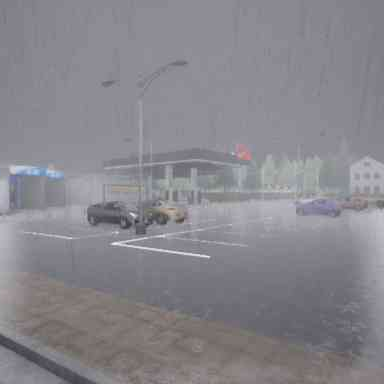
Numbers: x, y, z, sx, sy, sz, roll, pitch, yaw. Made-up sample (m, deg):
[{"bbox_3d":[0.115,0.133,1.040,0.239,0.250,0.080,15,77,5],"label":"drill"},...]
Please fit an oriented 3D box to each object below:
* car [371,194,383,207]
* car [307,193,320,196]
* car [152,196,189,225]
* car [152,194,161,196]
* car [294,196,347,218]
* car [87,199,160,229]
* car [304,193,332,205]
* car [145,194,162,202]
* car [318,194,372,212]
[{"bbox_3d":[24.376,1.095,45.504,4.605,1.855,1.932,0,0,36],"label":"car"},{"bbox_3d":[17.499,1.359,50.465,3.806,1.475,1.970,0,0,36],"label":"car"},{"bbox_3d":[-2.626,1.328,22.743,5.027,1.636,2.152,0,0,36],"label":"car"},{"bbox_3d":[-7.212,1.479,73.251,2.242,1.667,4.611,0,0,36],"label":"car"},{"bbox_3d":[10.551,1.317,27.801,3.633,1.501,1.845,0,0,36],"label":"car"},{"bbox_3d":[-4.431,1.337,20.177,4.514,1.523,2.007,0,0,36],"label":"car"},{"bbox_3d":[19.951,1.075,52.793,3.866,1.878,1.905,0,0,36],"label":"car"},{"bbox_3d":[-9.235,1.312,80.091,1.905,1.878,3.866,0,0,36],"label":"car"},{"bbox_3d":[16.468,1.296,35.854,4.514,1.523,2.007,0,0,36],"label":"car"}]
